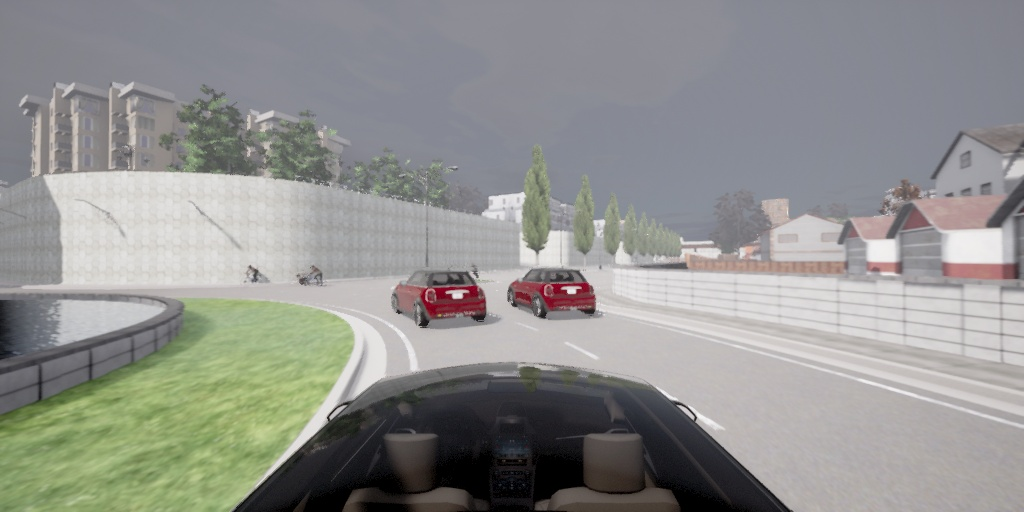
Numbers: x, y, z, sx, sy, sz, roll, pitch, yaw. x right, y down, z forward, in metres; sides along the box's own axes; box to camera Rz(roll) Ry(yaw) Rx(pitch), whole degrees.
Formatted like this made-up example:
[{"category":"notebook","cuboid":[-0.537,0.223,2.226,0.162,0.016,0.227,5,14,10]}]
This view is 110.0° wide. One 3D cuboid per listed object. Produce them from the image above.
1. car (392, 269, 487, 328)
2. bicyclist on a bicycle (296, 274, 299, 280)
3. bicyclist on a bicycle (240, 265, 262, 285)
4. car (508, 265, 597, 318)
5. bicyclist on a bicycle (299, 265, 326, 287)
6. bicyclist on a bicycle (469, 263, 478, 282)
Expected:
[{"category":"car","cuboid":[-2.654,1.212,12.331,2.097,1.767,4.553,0,-1,-30]},{"category":"bicyclist on a bicycle","cuboid":[-16.129,1.710,28.115,0.582,1.656,1.620,35,11,30]},{"category":"bicyclist on a bicycle","cuboid":[-20.118,1.450,27.726,0.582,1.620,1.656,14,12,20]},{"category":"car","cuboid":[1.355,1.215,13.855,2.097,1.767,4.553,0,-1,-17]},{"category":"bicyclist on a bicycle","cuboid":[-14.342,1.493,26.122,1.656,1.620,0.582,-1,0,1]},{"category":"bicyclist on a bicycle","cuboid":[-3.101,1.381,29.271,0.582,1.620,1.656,-4,-6,17]}]
